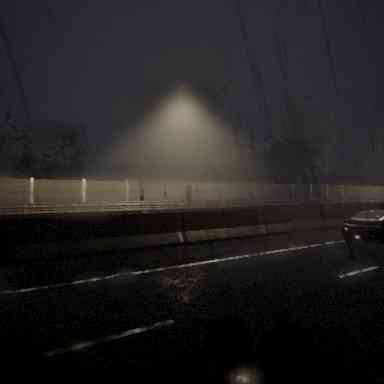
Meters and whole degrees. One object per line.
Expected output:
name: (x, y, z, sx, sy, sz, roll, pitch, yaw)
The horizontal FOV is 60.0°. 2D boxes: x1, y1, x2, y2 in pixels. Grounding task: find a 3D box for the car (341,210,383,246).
car: (8.269, 1.500, 14.067, 4.902, 1.511, 2.128, 0, 0, -35)
